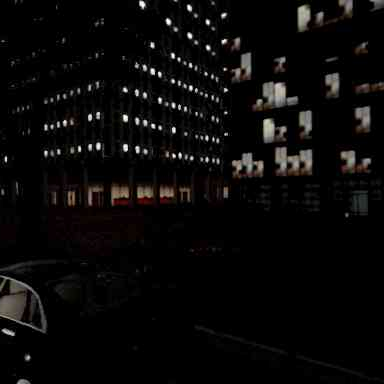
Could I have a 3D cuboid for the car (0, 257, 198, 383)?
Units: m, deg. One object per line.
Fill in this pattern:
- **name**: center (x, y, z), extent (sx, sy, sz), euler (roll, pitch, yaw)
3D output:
- **car**: center (-1.994, 1.545, 4.308), extent (4.403, 1.369, 2.008), euler (0, -1, 35)
